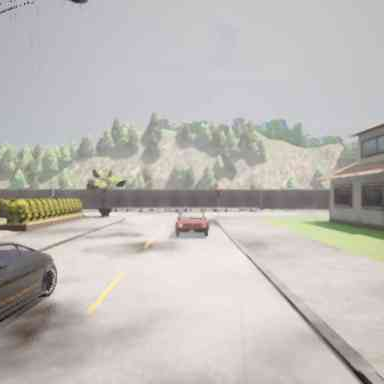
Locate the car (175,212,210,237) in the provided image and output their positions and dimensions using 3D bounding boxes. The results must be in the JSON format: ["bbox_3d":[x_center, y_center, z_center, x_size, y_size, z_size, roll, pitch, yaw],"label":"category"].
[{"bbox_3d":[-0.002,1.827,19.784,1.895,1.301,4.718,0,-1,0],"label":"car"}]

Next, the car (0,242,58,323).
[{"bbox_3d":[-4.120,1.636,6.072,1.994,1.385,4.181,0,-1,0],"label":"car"}]
